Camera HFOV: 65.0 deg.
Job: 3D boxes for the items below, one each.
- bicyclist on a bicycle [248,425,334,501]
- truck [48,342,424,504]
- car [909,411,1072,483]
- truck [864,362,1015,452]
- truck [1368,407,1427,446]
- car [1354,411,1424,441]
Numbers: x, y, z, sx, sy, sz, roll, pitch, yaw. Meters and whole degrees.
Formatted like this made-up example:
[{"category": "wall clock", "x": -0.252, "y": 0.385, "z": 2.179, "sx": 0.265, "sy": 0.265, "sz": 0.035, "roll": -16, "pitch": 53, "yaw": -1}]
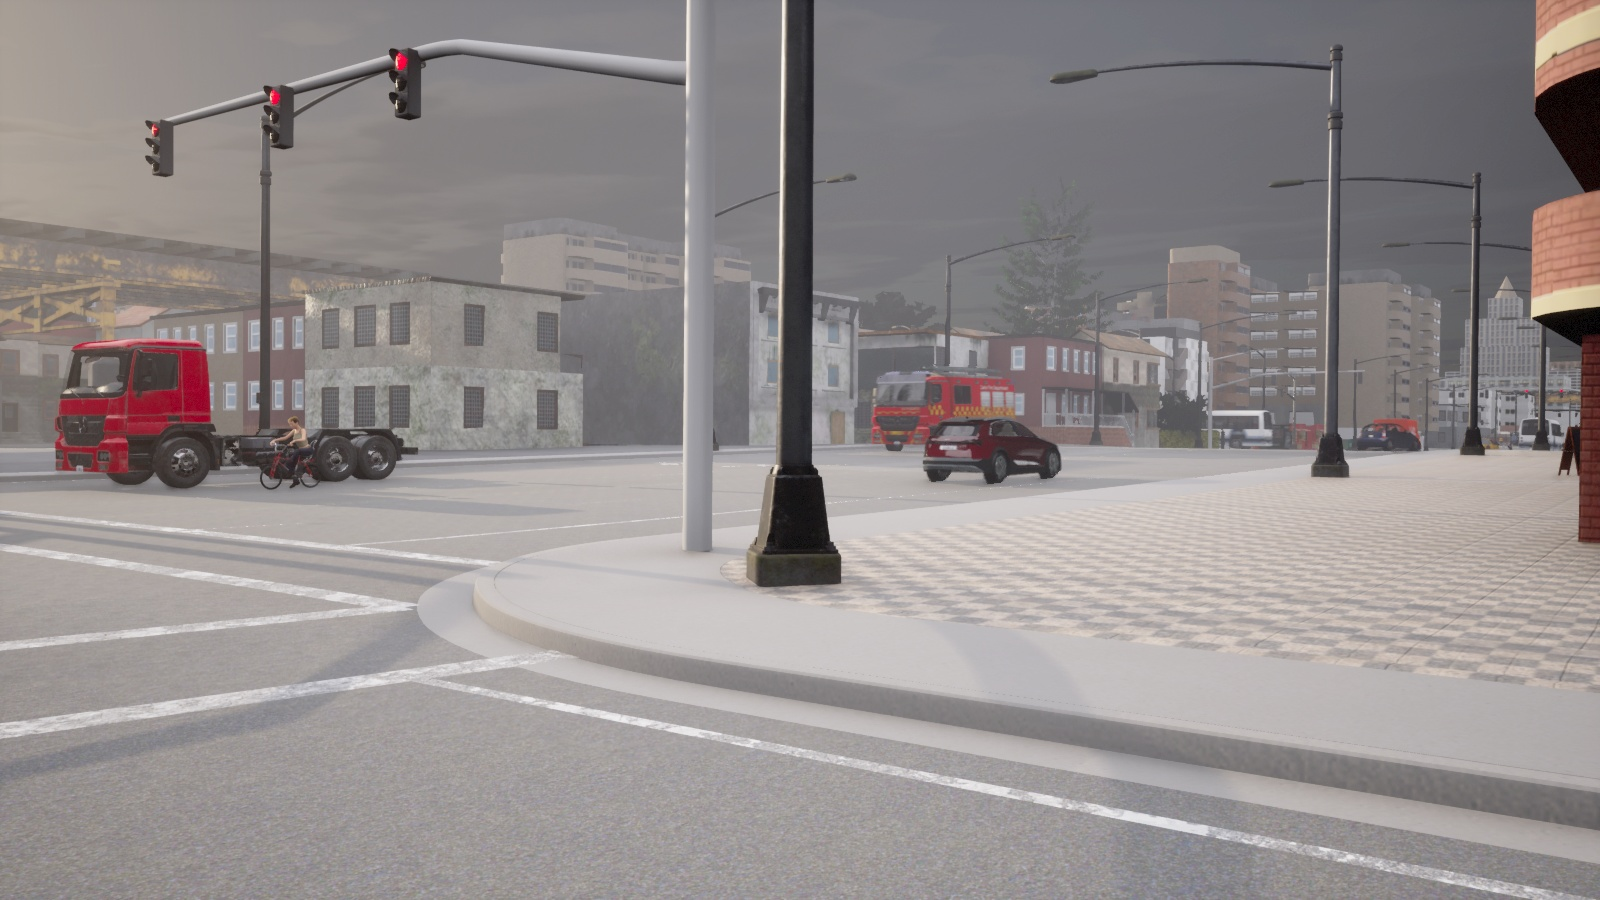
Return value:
[{"category": "bicyclist on a bicycle", "x": -11.302, "y": 0.264, "z": 27.917, "sx": 0.866, "sy": 1.612, "sz": 1.509, "roll": 0, "pitch": 2, "yaw": 36}, {"category": "truck", "x": -13.461, "y": -0.683, "z": 30.770, "sx": 2.891, "sy": 3.462, "sz": 7.936, "roll": 0, "pitch": 2, "yaw": 36}, {"category": "car", "x": 4.937, "y": -0.136, "z": 31.969, "sx": 2.033, "sy": 1.649, "sz": 4.856, "roll": 0, "pitch": 2, "yaw": 37}, {"category": "truck", "x": 6.540, "y": -1.971, "z": 57.459, "sx": 2.891, "sy": 3.827, "sz": 8.468, "roll": 0, "pitch": 2, "yaw": 37}, {"category": "truck", "x": 40.751, "y": -1.558, "z": 85.613, "sx": 2.627, "sy": 2.467, "sz": 5.204, "roll": 0, "pitch": 0, "yaw": 37}, {"category": "car", "x": 33.079, "y": -1.335, "z": 70.512, "sx": 3.988, "sy": 1.617, "sz": 1.851, "roll": 0, "pitch": 0, "yaw": -36}]
